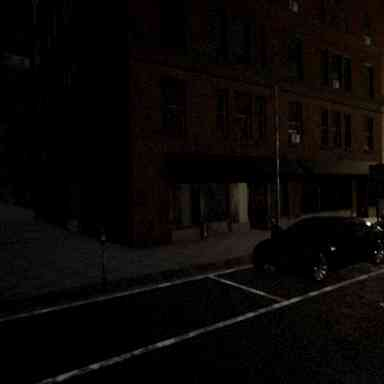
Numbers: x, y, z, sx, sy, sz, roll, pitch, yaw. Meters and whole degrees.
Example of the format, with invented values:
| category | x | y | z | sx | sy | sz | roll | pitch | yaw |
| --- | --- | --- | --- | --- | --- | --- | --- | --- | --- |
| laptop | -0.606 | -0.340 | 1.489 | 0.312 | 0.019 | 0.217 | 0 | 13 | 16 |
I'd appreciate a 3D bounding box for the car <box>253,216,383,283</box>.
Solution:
| category | x | y | z | sx | sy | sz | roll | pitch | yaw |
| --- | --- | --- | --- | --- | --- | --- | --- | --- | --- |
| car | 3.585 | 1.363 | 9.053 | 4.313 | 1.339 | 1.947 | -2 | 1 | -35 |
